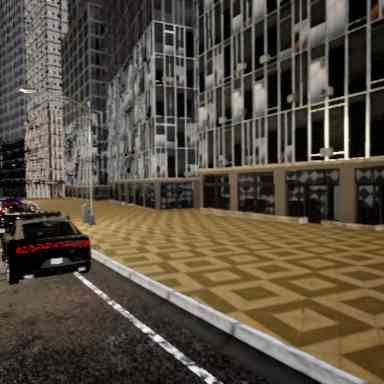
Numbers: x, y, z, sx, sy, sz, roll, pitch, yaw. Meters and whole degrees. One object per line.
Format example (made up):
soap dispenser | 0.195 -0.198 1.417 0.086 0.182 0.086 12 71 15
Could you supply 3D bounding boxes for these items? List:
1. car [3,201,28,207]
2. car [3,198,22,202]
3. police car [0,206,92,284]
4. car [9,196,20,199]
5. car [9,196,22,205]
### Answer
car | -9.439 1.494 18.136 1.837 1.490 4.892 -2 1 -30
car | -12.273 1.471 23.258 1.882 1.535 5.008 -2 1 -28
police car | -4.493 1.397 9.859 1.930 1.638 5.238 -2 1 -32
car | -21.488 1.478 39.906 1.882 1.535 5.008 -2 1 -25
car | -31.870 1.481 60.129 1.812 1.442 4.674 -2 1 -30
